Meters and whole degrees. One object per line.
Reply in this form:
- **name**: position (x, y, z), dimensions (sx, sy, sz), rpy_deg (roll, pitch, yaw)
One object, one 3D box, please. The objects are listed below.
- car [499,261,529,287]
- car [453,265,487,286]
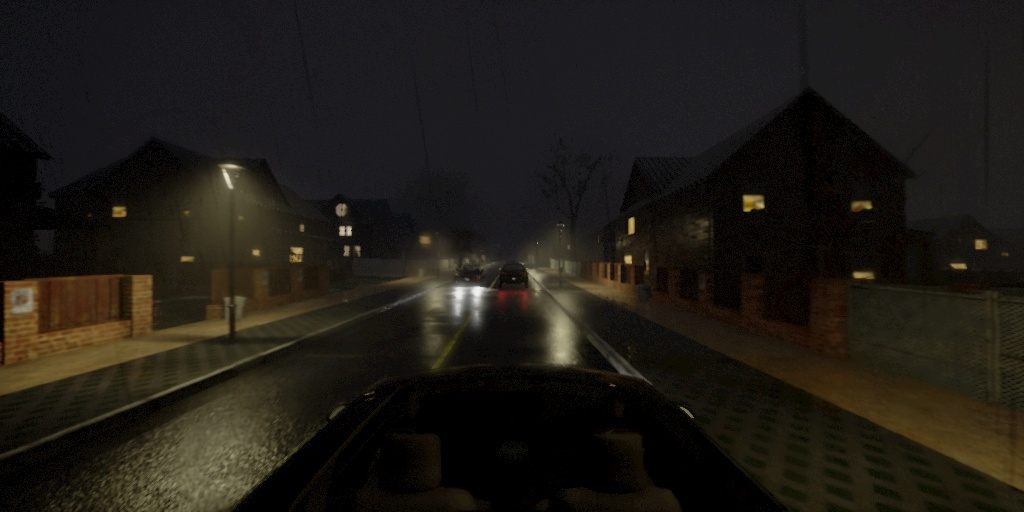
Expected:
- **car**: position (0.107, 1.237, 24.424), dimensions (1.882, 1.535, 5.008), rpy_deg (0, 0, 0)
- **car**: position (-2.842, 1.324, 24.893), dimensions (1.994, 1.385, 4.181), rpy_deg (0, 0, 0)
